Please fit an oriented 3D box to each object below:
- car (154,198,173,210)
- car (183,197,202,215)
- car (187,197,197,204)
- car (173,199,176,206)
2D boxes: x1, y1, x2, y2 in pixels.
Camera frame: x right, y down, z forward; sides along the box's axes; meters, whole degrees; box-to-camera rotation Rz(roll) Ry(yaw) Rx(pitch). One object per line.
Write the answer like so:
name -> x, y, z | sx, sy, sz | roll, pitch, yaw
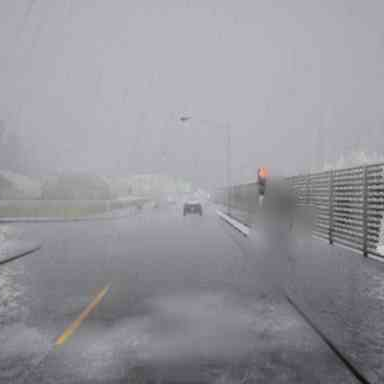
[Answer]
car -> -4.119, 1.754, 46.220 | 2.033, 1.411, 5.357 | 0, 0, 0
car -> 0.074, 1.641, 36.726 | 1.882, 1.535, 5.008 | 0, 0, 0
car -> -0.051, 1.857, 71.855 | 2.033, 1.411, 5.357 | 0, 0, 0
car -> -4.083, 1.801, 61.677 | 1.812, 1.442, 4.674 | 0, 0, 0
